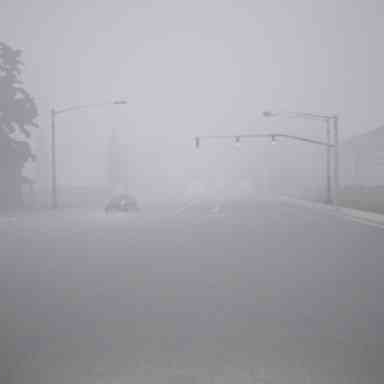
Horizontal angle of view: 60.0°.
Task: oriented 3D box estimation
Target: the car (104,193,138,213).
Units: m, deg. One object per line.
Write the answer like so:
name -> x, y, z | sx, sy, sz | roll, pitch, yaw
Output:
car -> -6.655, 0.926, 31.571 | 2.097, 1.767, 4.553 | -1, 0, 6
